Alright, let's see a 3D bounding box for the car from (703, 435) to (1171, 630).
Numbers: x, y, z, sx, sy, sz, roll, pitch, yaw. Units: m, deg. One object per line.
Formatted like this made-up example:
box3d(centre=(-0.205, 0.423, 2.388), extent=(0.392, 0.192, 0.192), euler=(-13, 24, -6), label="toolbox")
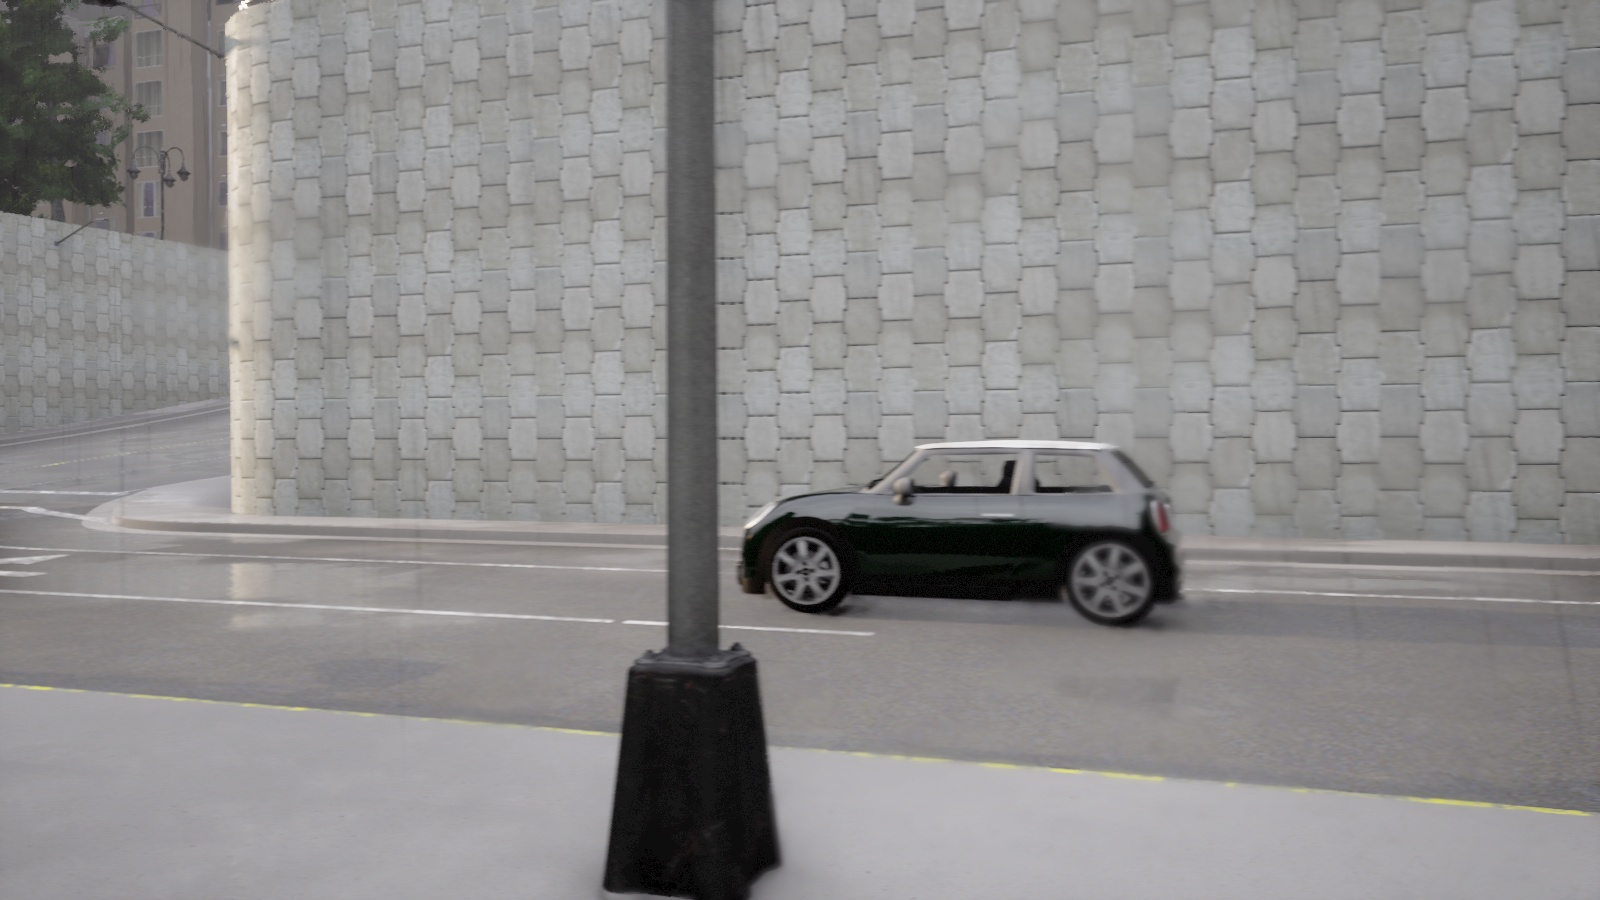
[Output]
box3d(centre=(1.276, 0.618, 11.189), extent=(3.806, 1.475, 1.970), euler=(1, 1, 19), label="car")
